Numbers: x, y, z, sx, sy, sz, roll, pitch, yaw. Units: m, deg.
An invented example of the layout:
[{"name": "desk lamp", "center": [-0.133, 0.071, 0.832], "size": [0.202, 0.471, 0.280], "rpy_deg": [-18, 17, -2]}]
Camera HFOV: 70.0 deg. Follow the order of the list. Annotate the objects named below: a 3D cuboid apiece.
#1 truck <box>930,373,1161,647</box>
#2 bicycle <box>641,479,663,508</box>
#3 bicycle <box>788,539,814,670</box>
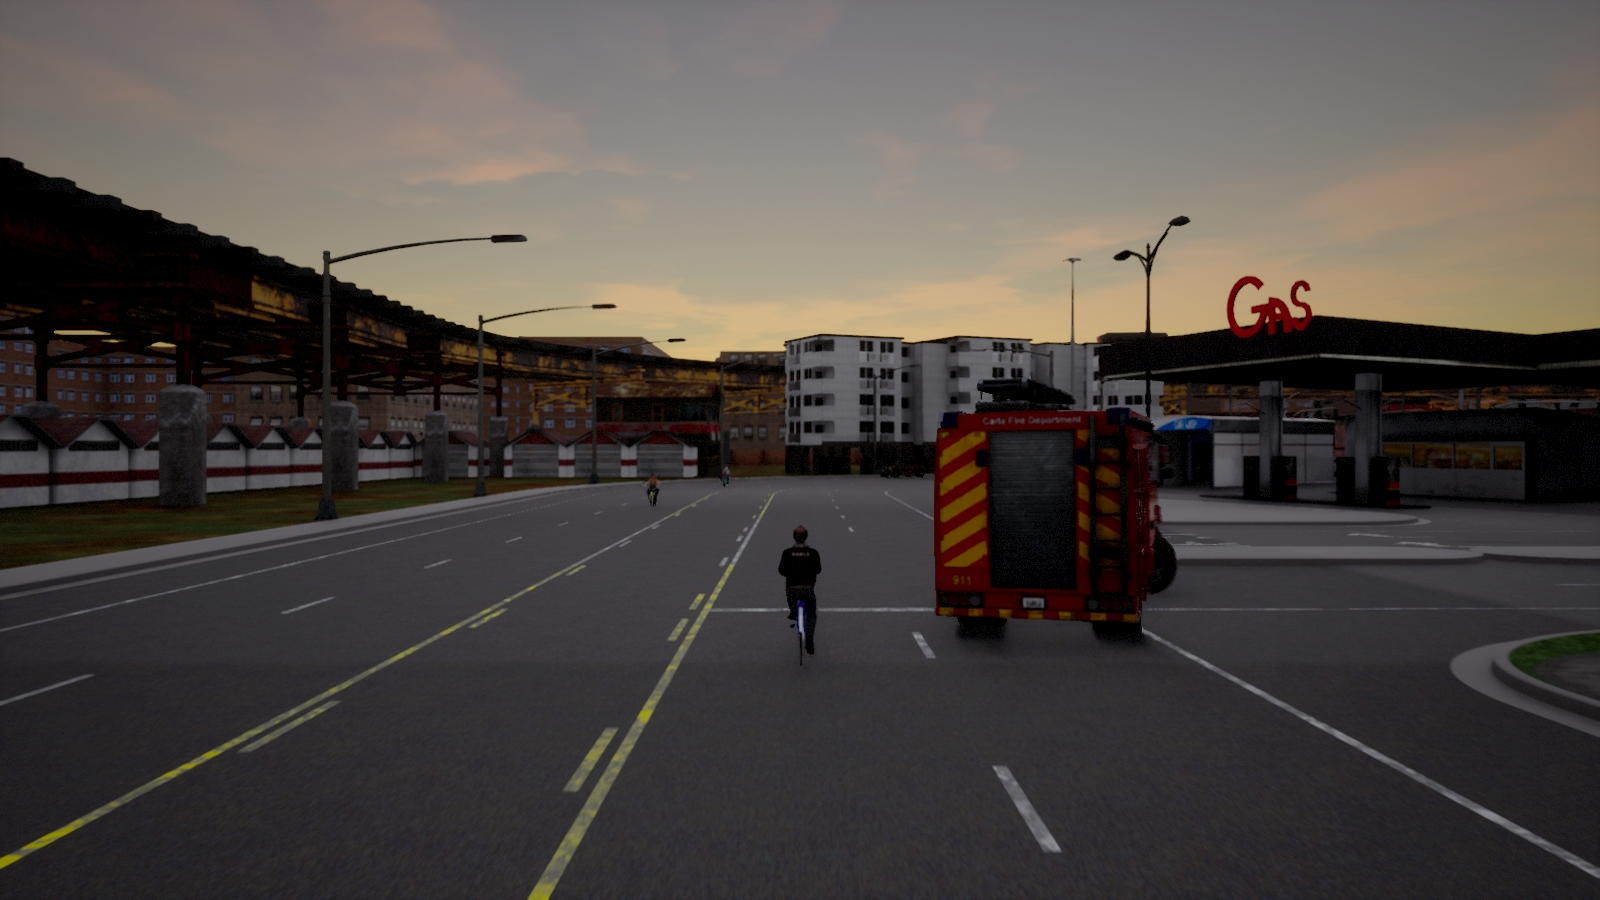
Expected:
[{"name": "truck", "center": [4.747, 0.855, 20.439], "size": [2.891, 3.827, 8.468], "rpy_deg": [-1, 0, 20]}, {"name": "bicycle", "center": [-6.988, 2.058, 54.130], "size": [0.859, 1.301, 1.487], "rpy_deg": [0, 0, 0]}, {"name": "bicycle", "center": [0.002, 2.021, 15.339], "size": [0.329, 1.496, 1.835], "rpy_deg": [0, 0, 0]}]
